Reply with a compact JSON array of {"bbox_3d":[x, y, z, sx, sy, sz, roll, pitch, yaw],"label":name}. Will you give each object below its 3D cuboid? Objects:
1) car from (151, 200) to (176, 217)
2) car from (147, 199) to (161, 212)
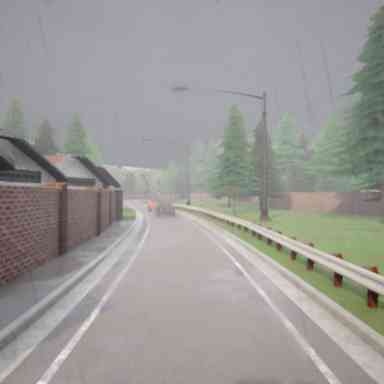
[{"bbox_3d":[-2.844,1.851,34.792,2.033,1.411,5.357,0,-1,-10],"label":"car"},{"bbox_3d":[-4.993,1.753,46.068,2.097,1.767,4.553,0,-1,-13],"label":"car"}]
